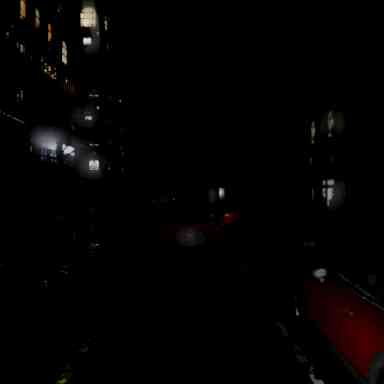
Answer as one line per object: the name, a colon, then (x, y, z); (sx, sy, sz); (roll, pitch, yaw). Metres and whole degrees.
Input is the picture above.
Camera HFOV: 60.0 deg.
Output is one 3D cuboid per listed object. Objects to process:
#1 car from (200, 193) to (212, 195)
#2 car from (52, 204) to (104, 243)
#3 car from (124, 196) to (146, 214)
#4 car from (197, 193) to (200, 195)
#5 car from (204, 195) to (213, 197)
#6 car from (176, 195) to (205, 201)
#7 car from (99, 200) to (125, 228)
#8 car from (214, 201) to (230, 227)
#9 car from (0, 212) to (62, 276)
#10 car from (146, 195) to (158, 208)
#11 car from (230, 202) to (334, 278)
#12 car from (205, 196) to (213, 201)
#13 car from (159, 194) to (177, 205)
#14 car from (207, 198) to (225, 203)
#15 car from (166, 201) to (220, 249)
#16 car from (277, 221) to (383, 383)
car: (2.394, 1.255, 48.805); (1.752, 1.417, 4.829); (0, 0, 0)
car: (-5.783, 1.454, 15.351); (2.008, 1.369, 4.403); (0, 0, 0)
car: (-5.885, 1.254, 31.966); (1.967, 1.590, 4.097); (0, 0, 0)
car: (2.362, 1.018, 54.174); (2.192, 1.841, 5.009); (0, 0, 0)
car: (2.462, 1.352, 37.557); (1.947, 1.339, 4.313); (0, 0, 0)
car: (-0.123, 1.305, 29.182); (1.882, 1.535, 5.008); (0, 1, 0)
car: (-5.817, 1.422, 20.889); (2.008, 1.369, 4.403); (0, 0, 0)
car: (2.563, 1.453, 20.940); (1.802, 1.307, 4.206); (0, 0, 0)
car: (-5.749, 1.503, 9.814); (1.947, 1.339, 4.313); (0, 0, 0)
car: (-5.951, 1.199, 43.045); (1.967, 1.590, 4.097); (0, 0, 0)
car: (2.631, 1.251, 9.863); (2.192, 1.841, 5.009); (0, 0, 0)
car: (2.496, 1.364, 32.017); (2.008, 1.369, 4.403); (0, 0, 0)
car: (-3.388, 1.075, 50.058); (2.097, 1.767, 4.553); (0, 0, 0)
car: (2.529, 1.407, 26.480); (1.947, 1.339, 4.313); (0, 0, 0)
car: (-0.033, 1.388, 14.158); (1.882, 1.535, 5.008); (0, 1, 0)
car: (2.665, 1.412, 4.323); (1.967, 1.590, 4.097); (0, 0, 0)
